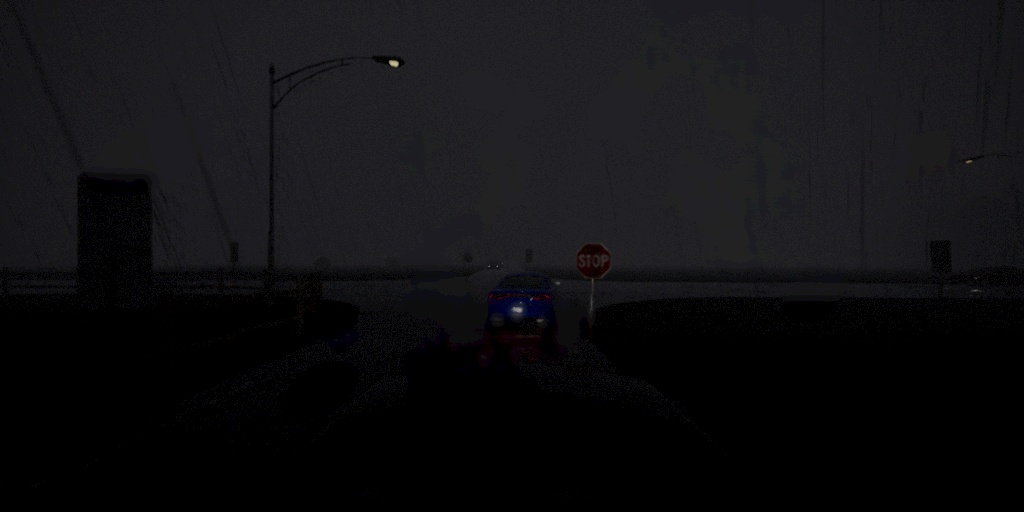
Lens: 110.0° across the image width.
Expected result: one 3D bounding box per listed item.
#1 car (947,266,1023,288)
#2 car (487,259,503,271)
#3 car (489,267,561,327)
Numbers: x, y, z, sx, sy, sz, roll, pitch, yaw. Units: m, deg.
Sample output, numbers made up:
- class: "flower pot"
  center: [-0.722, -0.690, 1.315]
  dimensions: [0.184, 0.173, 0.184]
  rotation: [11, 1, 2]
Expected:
- class: "car"
  center: [34.247, 1.457, 25.602]
  dimensions: [5.008, 1.535, 1.882]
  rotation: [0, 0, 0]
- class: "car"
  center: [-2.802, 1.468, 55.475]
  dimensions: [1.837, 1.490, 4.892]
  rotation: [0, 0, 0]
- class: "car"
  center: [0.546, 1.263, 11.818]
  dimensions: [1.882, 1.535, 5.008]
  rotation: [0, 0, 9]
